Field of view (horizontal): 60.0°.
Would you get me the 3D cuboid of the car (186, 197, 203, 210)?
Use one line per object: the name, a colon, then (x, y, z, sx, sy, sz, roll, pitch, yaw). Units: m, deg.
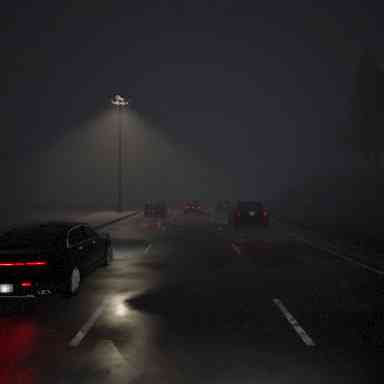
car: (0.372, 1.492, 44.590, 2.128, 1.511, 4.902, 0, 0, 3)

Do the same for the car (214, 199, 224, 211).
car: (3.679, 1.564, 39.811, 1.994, 1.385, 4.181, 0, 0, 0)

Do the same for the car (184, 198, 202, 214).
car: (0.111, 1.547, 34.842, 2.033, 1.411, 5.357, 0, 0, 0)

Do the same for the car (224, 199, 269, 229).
car: (3.602, 1.352, 22.005, 2.097, 1.767, 4.553, 0, 0, 0)

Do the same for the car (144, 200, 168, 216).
car: (-3.395, 1.492, 31.870, 2.128, 1.511, 4.902, 0, 0, 0)

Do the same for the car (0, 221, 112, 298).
car: (-3.400, 1.505, 8.486, 1.837, 1.490, 4.892, 0, 0, 0)
